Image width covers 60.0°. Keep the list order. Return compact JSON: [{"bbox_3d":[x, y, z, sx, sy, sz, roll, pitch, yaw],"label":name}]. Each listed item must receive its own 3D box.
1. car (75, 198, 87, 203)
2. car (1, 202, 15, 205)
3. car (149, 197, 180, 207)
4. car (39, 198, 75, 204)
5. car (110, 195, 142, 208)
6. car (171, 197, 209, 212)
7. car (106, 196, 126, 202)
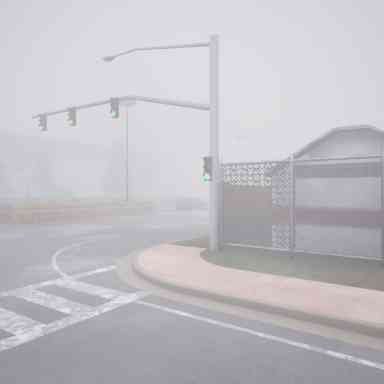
[{"bbox_3d":[-15.129,1.505,40.870,1.837,1.490,4.892,0,0,34],"label":"car"},{"bbox_3d":[-20.372,1.547,33.028,2.033,1.411,5.357,0,0,34],"label":"car"},{"bbox_3d":[-4.119,1.492,51.025,2.128,1.511,4.902,0,0,34],"label":"car"},{"bbox_3d":[-14.946,1.564,34.849,1.994,1.385,4.181,0,0,34],"label":"car"},{"bbox_3d":[-9.682,1.352,49.006,2.097,1.767,4.553,0,0,34],"label":"car"},{"bbox_3d":[0.139,1.351,38.165,2.097,1.767,4.553,0,0,34],"label":"car"},{"bbox_3d":[-9.787,1.547,42.562,2.033,1.411,5.357,0,0,34],"label":"car"}]
